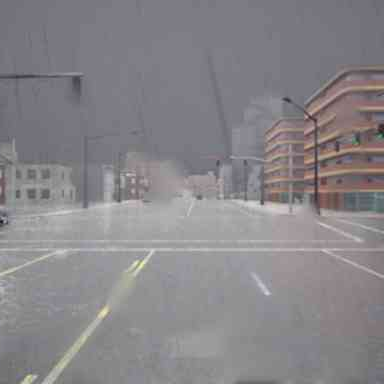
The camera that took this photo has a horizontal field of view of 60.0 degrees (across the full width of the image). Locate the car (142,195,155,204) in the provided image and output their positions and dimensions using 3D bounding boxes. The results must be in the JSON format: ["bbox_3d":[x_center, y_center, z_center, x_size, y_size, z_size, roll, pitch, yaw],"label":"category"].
[{"bbox_3d":[-8.766,1.487,67.284,2.097,1.767,4.553,0,0,1],"label":"car"}]

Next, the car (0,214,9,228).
[{"bbox_3d":[-14.852,1.706,22.201,4.902,1.511,2.128,0,-1,0],"label":"car"}]

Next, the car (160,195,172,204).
[{"bbox_3d":[-5.267,1.486,67.302,2.097,1.767,4.553,0,0,1],"label":"car"}]
